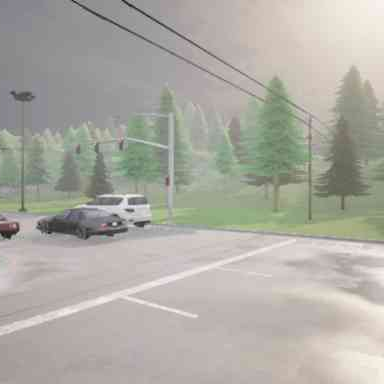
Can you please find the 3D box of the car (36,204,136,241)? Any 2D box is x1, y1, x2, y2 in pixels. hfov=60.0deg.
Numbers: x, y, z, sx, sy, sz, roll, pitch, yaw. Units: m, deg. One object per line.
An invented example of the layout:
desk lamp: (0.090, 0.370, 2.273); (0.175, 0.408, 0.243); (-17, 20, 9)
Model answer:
car: (-5.552, 1.498, 16.554); (5.357, 1.411, 2.033); (0, 0, 36)

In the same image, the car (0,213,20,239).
car: (-10.095, 1.541, 15.496); (4.718, 1.301, 1.895); (0, 0, 36)

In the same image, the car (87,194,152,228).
car: (-4.956, 1.166, 20.428); (5.566, 2.045, 2.150); (0, 0, 36)
